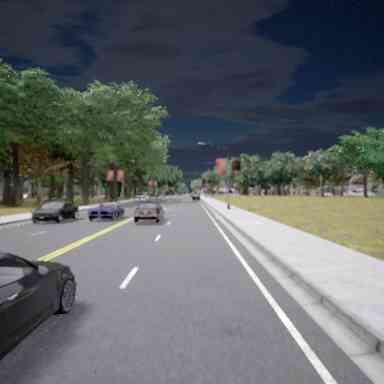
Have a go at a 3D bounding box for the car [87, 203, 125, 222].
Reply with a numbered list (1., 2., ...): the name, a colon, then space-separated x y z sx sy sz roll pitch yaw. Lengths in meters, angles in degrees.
1. car: -6.598 1.522 25.908 1.895 1.301 4.718 0 0 0

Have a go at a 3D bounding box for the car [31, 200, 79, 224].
1. car: -9.847 1.403 24.277 1.882 1.535 5.008 0 0 0

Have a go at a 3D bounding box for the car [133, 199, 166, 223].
1. car: -3.152 1.471 25.036 2.033 1.411 5.357 0 0 0

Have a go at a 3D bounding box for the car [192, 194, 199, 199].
1. car: 0.978 1.236 93.932 1.801 1.575 5.366 0 0 0

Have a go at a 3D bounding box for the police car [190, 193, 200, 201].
1. police car: 0.978 1.227 77.852 1.930 1.638 5.238 0 0 0

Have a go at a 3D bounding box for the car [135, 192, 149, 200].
1. car: -9.756 1.044 65.067 2.150 2.045 5.566 0 0 0

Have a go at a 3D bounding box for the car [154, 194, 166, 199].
1. car: -6.499 1.169 68.162 2.097 1.767 4.553 0 0 0

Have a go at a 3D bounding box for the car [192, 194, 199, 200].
1. car: 0.978 1.242 87.932 1.801 1.575 5.366 0 0 0

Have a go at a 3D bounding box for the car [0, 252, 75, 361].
1. car: -3.151 1.510 4.517 1.812 1.442 4.674 0 0 0
